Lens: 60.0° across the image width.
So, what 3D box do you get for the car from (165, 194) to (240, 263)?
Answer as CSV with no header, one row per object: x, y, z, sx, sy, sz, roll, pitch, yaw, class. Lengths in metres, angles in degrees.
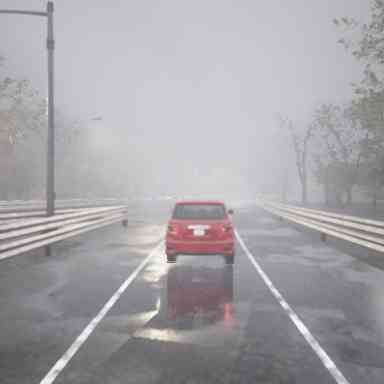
0.361,1.225,12.110,2.150,2.045,5.566,0,0,3,car
